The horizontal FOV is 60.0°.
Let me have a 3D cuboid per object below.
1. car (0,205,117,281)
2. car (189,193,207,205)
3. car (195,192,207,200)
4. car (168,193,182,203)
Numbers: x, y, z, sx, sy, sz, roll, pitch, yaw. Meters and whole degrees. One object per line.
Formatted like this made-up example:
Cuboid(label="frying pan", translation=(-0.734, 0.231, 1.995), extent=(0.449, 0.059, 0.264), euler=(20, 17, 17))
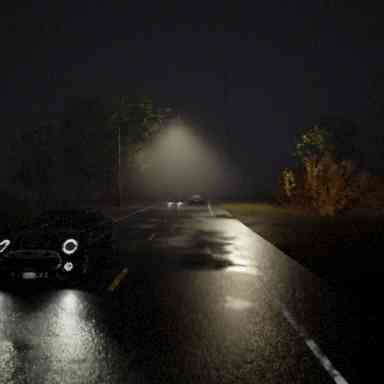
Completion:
Cuboid(label="car", translation=(-3.661, 1.252, 9.692), extent=(2.097, 1.767, 4.553), euler=(0, 1, 0))
Cuboid(label="car", translation=(0.673, 1.024, 45.151), extent=(1.994, 1.385, 4.181), euler=(0, 1, 3))
Cuboid(label="car", translation=(1.785, 0.783, 63.708), extent=(1.994, 1.385, 4.181), euler=(0, 1, 4))
Cuboid(label="car", translation=(-2.641, 0.877, 52.649), extent=(1.837, 1.490, 4.892), euler=(0, 2, 3))
